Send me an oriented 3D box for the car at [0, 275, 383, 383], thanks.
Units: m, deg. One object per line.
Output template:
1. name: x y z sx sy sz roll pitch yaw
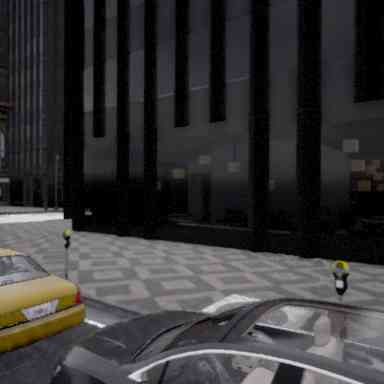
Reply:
1. car: 0.694 1.549 2.465 4.403 1.369 2.008 0 0 35

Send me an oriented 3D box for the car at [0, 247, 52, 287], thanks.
1. car: -3.862 1.513 5.714 4.829 1.417 1.752 0 0 35
